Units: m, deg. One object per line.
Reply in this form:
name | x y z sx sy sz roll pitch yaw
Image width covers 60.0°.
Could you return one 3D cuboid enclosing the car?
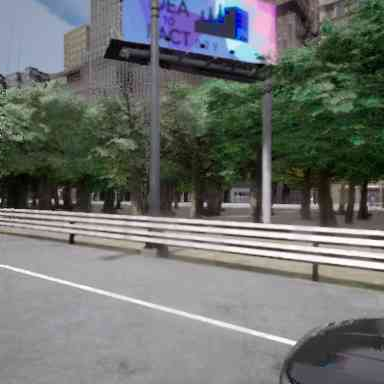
car | 2.948 1.505 1.890 4.892 1.490 1.837 0 0 36
